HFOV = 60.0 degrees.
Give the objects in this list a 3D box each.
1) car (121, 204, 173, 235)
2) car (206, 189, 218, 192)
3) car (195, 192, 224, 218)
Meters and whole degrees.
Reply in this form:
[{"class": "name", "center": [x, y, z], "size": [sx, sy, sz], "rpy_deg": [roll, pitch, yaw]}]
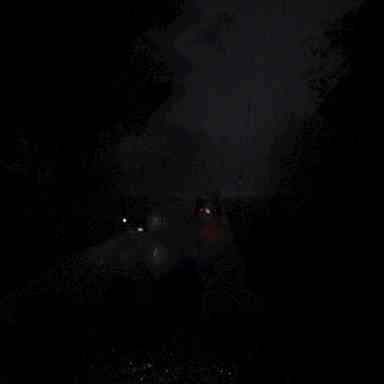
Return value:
[{"class": "car", "center": [-2.169, 1.305, 17.041], "size": [1.895, 1.301, 4.718], "rpy_deg": [1, 2, 4]}, {"class": "car", "center": [2.447, 0.430, 40.139], "size": [2.128, 1.511, 4.902], "rpy_deg": [0, 2, 5]}, {"class": "car", "center": [1.242, 0.989, 24.280], "size": [1.837, 1.490, 4.892], "rpy_deg": [0, 1, 4]}]
